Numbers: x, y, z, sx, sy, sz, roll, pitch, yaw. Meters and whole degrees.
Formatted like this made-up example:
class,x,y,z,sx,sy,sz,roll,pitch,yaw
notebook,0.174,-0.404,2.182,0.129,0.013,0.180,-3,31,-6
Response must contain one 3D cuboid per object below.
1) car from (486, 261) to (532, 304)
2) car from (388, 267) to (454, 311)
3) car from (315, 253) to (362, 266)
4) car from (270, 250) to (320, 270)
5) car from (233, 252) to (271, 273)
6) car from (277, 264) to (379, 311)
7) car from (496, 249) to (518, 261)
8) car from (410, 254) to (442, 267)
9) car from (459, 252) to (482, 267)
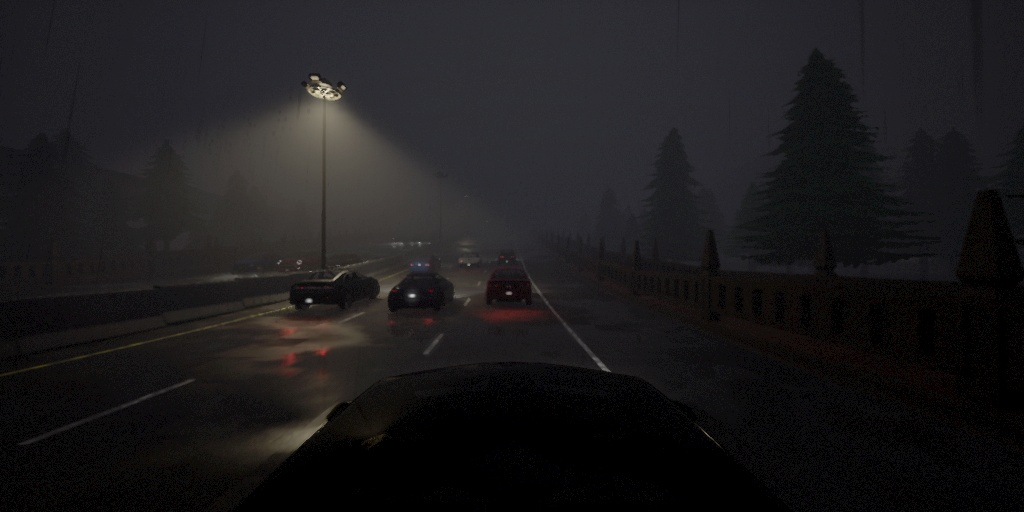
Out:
class,x,y,z,sx,sy,sz,roll,pitch,yaw
car,-0.151,1.241,16.605,1.882,1.535,5.008,0,2,-1
car,-3.623,1.364,14.889,1.994,1.385,4.181,0,1,-1
car,-14.599,0.517,30.972,1.837,1.490,4.892,0,5,-1
car,-18.100,0.358,30.986,2.097,1.767,4.553,0,5,-1
car,-21.599,0.487,30.896,1.882,1.535,5.008,0,5,-1
car,-7.126,1.292,14.927,2.128,1.511,4.902,0,1,-1
car,-0.506,0.009,36.754,1.837,1.490,4.892,0,6,-1
car,-7.409,0.558,31.054,2.033,1.411,5.357,0,5,-1
car,-3.972,0.286,34.828,1.895,1.301,4.718,0,5,-1
